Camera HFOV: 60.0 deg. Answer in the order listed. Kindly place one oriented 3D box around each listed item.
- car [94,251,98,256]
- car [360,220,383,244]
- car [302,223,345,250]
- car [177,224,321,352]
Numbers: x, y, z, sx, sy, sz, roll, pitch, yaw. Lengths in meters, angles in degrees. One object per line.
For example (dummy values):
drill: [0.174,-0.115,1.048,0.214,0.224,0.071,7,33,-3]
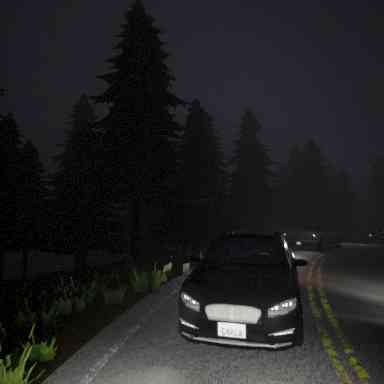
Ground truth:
car: [-20.217,13.687,73.004,4.181,1.381,1.994,-2,-5,31]
car: [15.917,3.246,26.488,5.566,2.045,2.150,8,-8,-28]
car: [6.539,2.322,17.753,1.895,1.301,4.718,-3,-6,39]
car: [1.139,1.565,6.629,2.128,1.511,4.902,-1,-2,15]
